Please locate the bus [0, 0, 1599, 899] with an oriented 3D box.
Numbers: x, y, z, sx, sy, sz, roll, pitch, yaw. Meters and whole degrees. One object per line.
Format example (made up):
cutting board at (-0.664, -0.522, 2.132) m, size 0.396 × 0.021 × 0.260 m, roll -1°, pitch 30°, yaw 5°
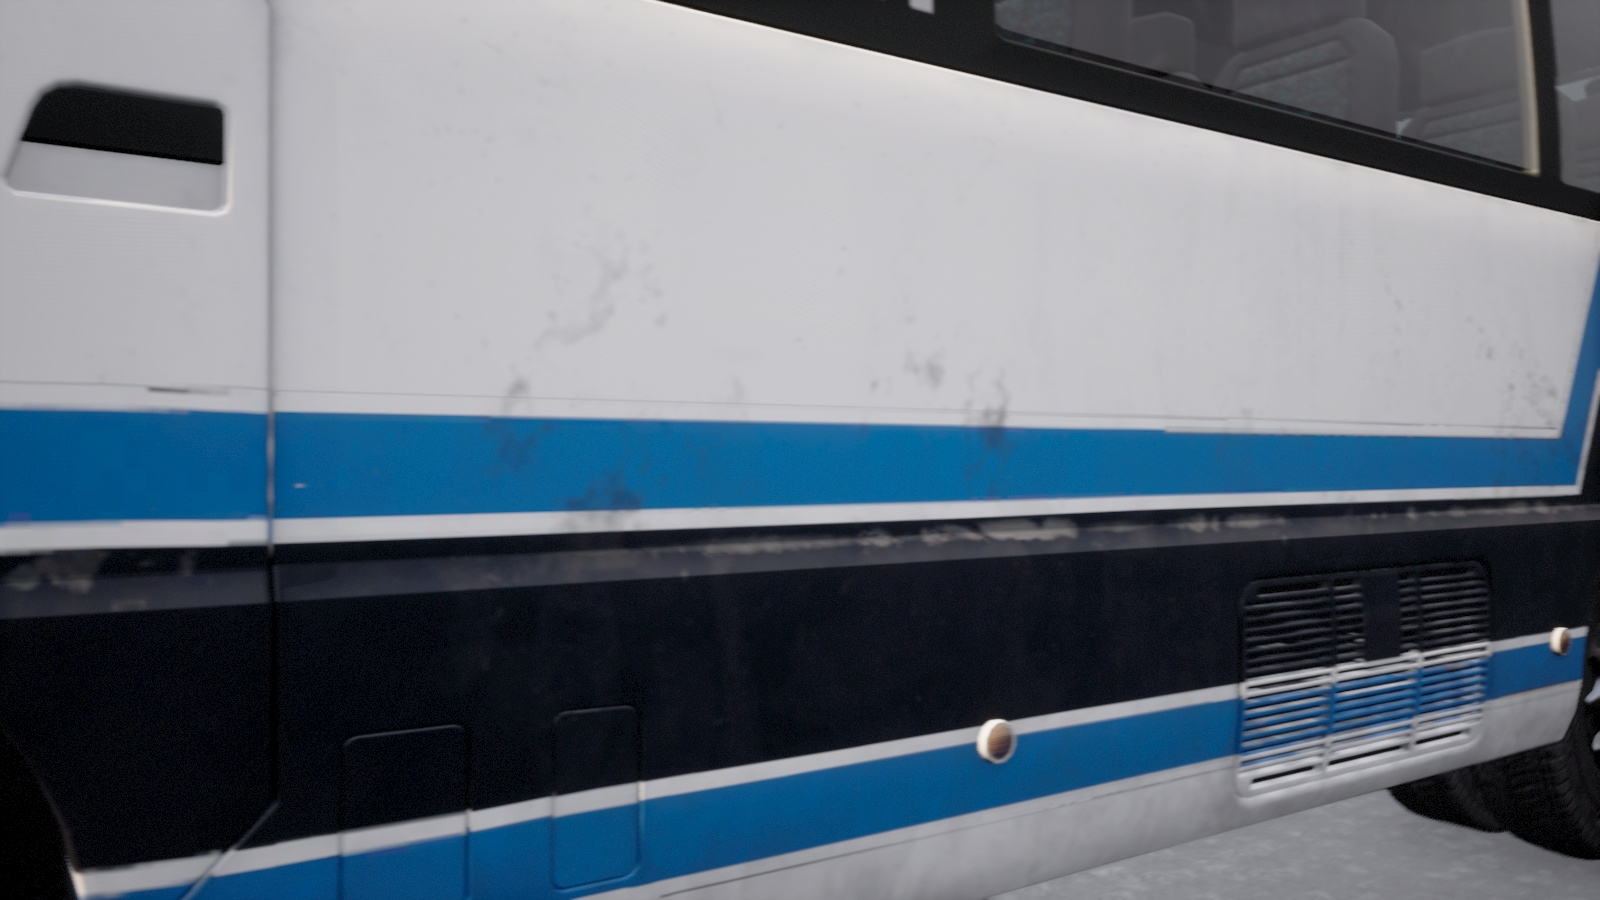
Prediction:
bus at (-0.017, -0.621, 4.262) m, size 10.273 × 4.253 × 3.944 m, roll 0°, pitch 0°, yaw -35°
